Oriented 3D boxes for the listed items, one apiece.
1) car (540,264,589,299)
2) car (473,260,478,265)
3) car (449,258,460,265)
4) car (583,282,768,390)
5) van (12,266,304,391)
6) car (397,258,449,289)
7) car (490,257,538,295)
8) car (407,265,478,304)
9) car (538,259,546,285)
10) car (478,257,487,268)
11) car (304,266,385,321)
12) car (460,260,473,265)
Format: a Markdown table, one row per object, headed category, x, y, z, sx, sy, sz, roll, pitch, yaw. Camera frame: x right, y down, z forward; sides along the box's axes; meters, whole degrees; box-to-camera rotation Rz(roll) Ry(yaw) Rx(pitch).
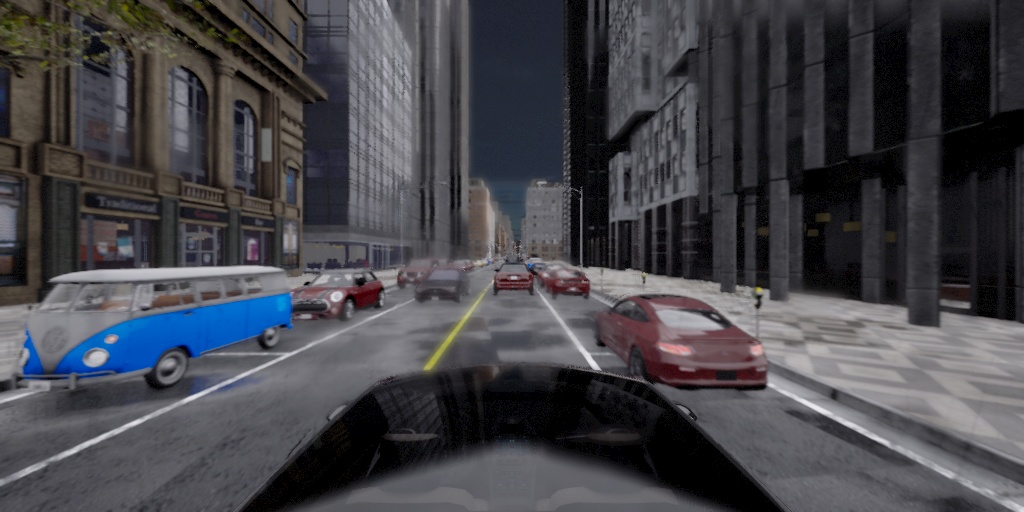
| category | x | y | z | sx | sy | sz | roll | pitch | yaw |
| --- | --- | --- | --- | --- | --- | --- | --- | --- | --- |
| car | 2.668 | 1.302 | 17.812 | 1.888 | 1.381 | 4.507 | 0 | 0 | 0 |
| car | -5.858 | 1.223 | 46.021 | 1.967 | 1.591 | 4.097 | 0 | 0 | 0 |
| car | -5.858 | 1.076 | 29.103 | 2.192 | 1.841 | 5.009 | 0 | 0 | 0 |
| car | 2.668 | 1.334 | 6.533 | 1.802 | 1.307 | 4.207 | 0 | 0 | 0 |
| van | -5.858 | 1.093 | 6.546 | 1.690 | 1.789 | 3.998 | 0 | 0 | 0 |
| car | -5.858 | 1.073 | 23.465 | 2.192 | 1.841 | 5.009 | 0 | 0 | 0 |
| car | 0.101 | 1.109 | 20.082 | 2.097 | 1.767 | 4.553 | 0 | 0 | 0 |
| car | -3.029 | 1.304 | 16.845 | 2.033 | 1.411 | 5.357 | 0 | 0 | 0 |
| car | 2.668 | 1.199 | 23.451 | 1.967 | 1.591 | 4.097 | 0 | 0 | 0 |
| car | -5.862 | 1.353 | 62.733 | 1.751 | 1.417 | 4.829 | 0 | 0 | 1 |
| car | -5.858 | 1.194 | 12.185 | 1.967 | 1.591 | 4.097 | 0 | 0 | 0 |
| car | -5.858 | 1.213 | 40.382 | 1.967 | 1.591 | 4.097 | 0 | 0 | 0 |
